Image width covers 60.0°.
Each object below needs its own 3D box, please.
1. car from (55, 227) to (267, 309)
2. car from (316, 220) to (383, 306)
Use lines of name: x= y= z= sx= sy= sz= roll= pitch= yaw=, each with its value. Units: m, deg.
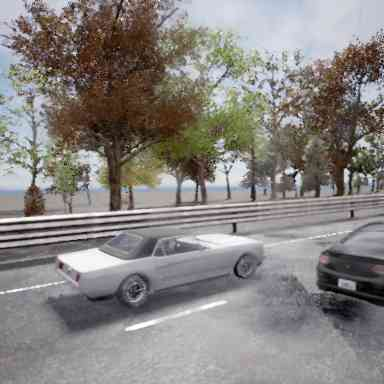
car: x=-0.475 y=1.482 z=7.667 sx=4.718 sy=1.301 sz=1.895 roll=-2 pitch=1 yaw=-35
car: x=4.450 y=1.306 z=6.849 sx=4.674 sy=1.442 sz=1.812 roll=-2 pitch=1 yaw=-35
